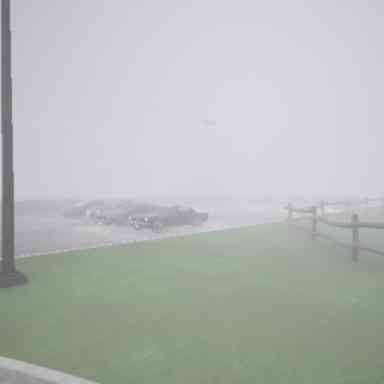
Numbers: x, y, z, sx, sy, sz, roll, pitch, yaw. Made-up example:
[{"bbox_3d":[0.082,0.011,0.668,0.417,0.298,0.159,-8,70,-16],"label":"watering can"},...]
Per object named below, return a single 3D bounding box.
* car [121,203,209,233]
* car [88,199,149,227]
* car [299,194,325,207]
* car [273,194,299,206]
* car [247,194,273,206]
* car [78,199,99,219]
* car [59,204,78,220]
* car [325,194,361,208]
[{"bbox_3d":[-1.260,1.424,18.518,4.718,1.301,1.895,-1,1,-45],"label":"car"},{"bbox_3d":[-3.482,1.361,21.244,5.357,1.411,2.033,-1,1,-45],"label":"car"},{"bbox_3d":[15.301,0.976,39.843,4.902,1.511,2.128,-1,1,-44],"label":"car"},{"bbox_3d":[12.853,0.970,42.344,4.902,1.511,2.128,-1,1,-44],"label":"car"},{"bbox_3d":[9.263,0.971,43.727,5.008,1.535,1.882,-1,1,-44],"label":"car"},{"bbox_3d":[-5.350,1.290,24.320,4.902,1.511,2.128,-1,1,-45],"label":"car"},{"bbox_3d":[-8.119,1.324,26.490,1.812,1.442,4.674,0,1,45],"label":"car"},{"bbox_3d":[16.908,0.982,36.518,5.008,1.535,1.882,-1,1,-44],"label":"car"}]
